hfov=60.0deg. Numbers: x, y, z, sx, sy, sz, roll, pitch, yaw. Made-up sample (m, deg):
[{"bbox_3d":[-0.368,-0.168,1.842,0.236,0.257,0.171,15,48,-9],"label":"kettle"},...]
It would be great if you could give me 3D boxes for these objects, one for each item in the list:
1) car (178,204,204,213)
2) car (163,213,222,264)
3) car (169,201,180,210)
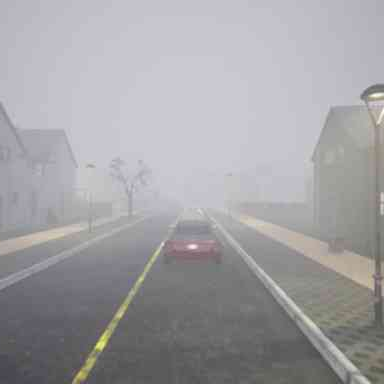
[{"bbox_3d":[0.044,1.867,28.020,1.812,1.442,4.674,0,0,1],"label":"car"},{"bbox_3d":[0.043,1.719,12.531,1.994,1.385,4.181,0,-1,1],"label":"car"},{"bbox_3d":[-2.778,2.220,55.369,2.033,1.411,5.357,0,-1,0],"label":"car"}]
